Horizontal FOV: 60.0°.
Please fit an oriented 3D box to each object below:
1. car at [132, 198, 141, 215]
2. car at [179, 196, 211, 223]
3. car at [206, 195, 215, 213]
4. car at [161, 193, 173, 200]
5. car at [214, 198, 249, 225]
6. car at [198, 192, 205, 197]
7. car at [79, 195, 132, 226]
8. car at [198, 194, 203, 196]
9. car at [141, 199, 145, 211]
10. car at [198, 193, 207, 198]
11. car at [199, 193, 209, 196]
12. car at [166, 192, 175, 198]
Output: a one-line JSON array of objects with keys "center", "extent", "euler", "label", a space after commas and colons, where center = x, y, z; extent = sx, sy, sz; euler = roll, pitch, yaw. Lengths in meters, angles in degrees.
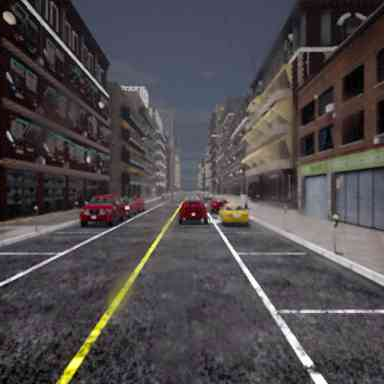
[{"center": [-5.709, 1.215, 27.467], "extent": [1.967, 1.590, 4.097], "euler": [0, 0, 0], "label": "car"}, {"center": [0.083, 1.284, 23.624], "extent": [1.882, 1.535, 5.008], "euler": [0, 0, 0], "label": "car"}, {"center": [2.667, 1.273, 33.106], "extent": [1.887, 1.381, 4.507], "euler": [0, 0, 0], "label": "car"}, {"center": [-5.742, 0.953, 72.556], "extent": [2.008, 1.369, 4.403], "euler": [0, 0, 0], "label": "car"}, {"center": [2.675, 1.345, 22.004], "extent": [1.752, 1.417, 4.829], "euler": [0, 0, 0], "label": "car"}, {"center": [2.622, 0.795, 95.103], "extent": [1.802, 1.307, 4.206], "euler": [0, 0, 0], "label": "car"}, {"center": [-5.704, 1.137, 21.830], "extent": [2.192, 1.841, 5.009], "euler": [0, 0, 0], "label": "car"}, {"center": [0.071, 1.264, 41.100], "extent": [1.895, 1.301, 4.718], "euler": [0, 0, 0], "label": "car"}, {"center": [-5.713, 1.274, 33.105], "extent": [1.887, 1.381, 4.507], "euler": [0, 0, 0], "label": "car"}, {"center": [2.631, 0.874, 83.831], "extent": [1.947, 1.339, 4.313], "euler": [0, 0, 0], "label": "car"}, {"center": [2.651, 1.094, 55.650], "extent": [2.008, 1.369, 4.403], "euler": [0, 0, 0], "label": "car"}, {"center": [-5.754, 0.806, 89.465], "extent": [1.887, 1.381, 4.507], "euler": [0, 0, 0], "label": "car"}]
